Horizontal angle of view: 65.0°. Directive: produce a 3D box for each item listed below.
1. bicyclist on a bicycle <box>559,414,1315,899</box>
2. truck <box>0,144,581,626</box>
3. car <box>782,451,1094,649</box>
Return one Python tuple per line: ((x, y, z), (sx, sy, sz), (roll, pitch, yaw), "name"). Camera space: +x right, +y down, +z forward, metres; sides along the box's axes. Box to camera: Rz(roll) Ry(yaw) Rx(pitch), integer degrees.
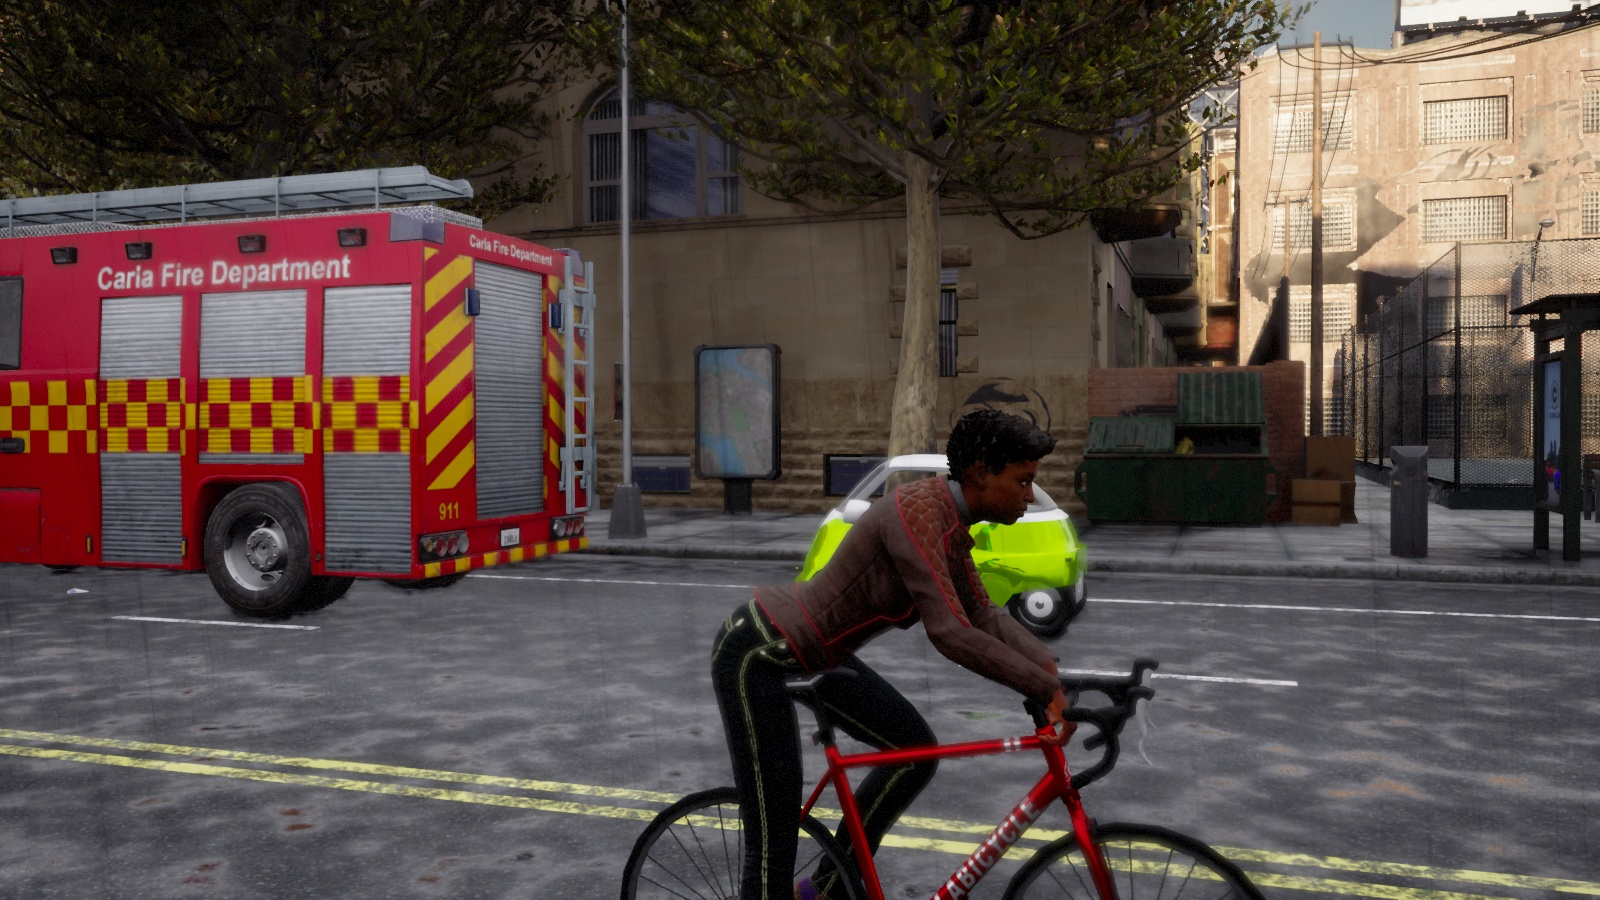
((0.305, 0.732, 3.021), (1.656, 1.620, 0.582), (1, 1, 17), "bicyclist on a bicycle")
((-6.695, -0.566, 12.681), (8.468, 3.827, 2.891), (1, 1, 19), "truck")
((1.153, 0.723, 10.141), (2.207, 1.376, 1.481), (1, 1, 19), "car")
